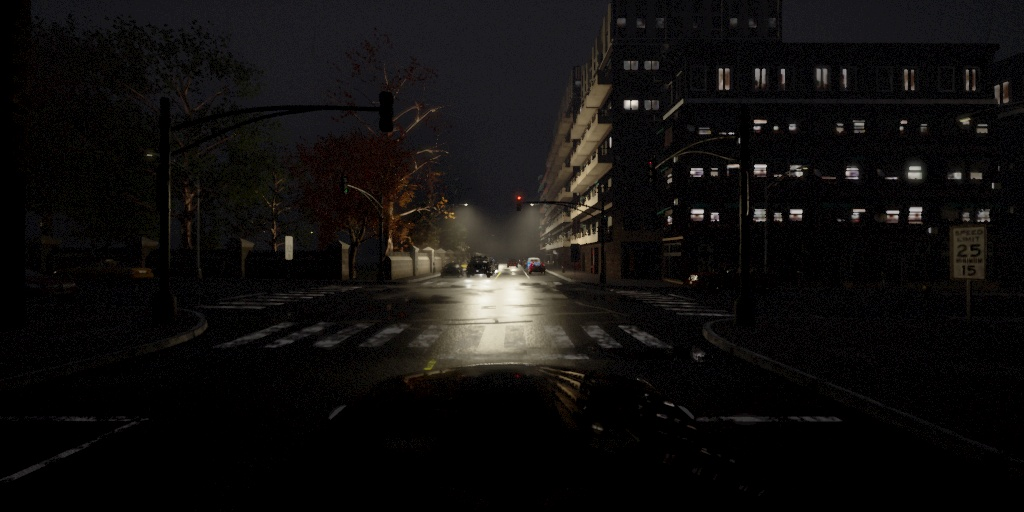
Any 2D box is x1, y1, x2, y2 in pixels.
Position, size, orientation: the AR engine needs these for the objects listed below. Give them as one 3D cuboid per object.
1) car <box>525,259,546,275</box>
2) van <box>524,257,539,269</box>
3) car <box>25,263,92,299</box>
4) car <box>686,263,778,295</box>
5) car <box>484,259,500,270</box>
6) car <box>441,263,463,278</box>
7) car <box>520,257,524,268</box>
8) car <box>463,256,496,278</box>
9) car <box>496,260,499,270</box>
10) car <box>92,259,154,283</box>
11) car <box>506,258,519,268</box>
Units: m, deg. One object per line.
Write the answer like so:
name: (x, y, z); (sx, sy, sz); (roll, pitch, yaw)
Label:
car: (2.749, 1.314, 39.993); (1.888, 1.381, 4.507); (0, 0, 0)
van: (2.758, 1.116, 45.623); (1.690, 1.789, 3.998); (0, 0, 0)
car: (-18.945, 1.007, 13.365); (4.207, 1.307, 1.802); (0, 0, 0)
car: (13.480, 1.353, 22.005); (5.009, 1.841, 2.192); (0, 0, 0)
car: (-3.008, 1.279, 55.013); (2.128, 1.511, 4.902); (0, 0, 0)
car: (-5.640, 1.330, 34.376); (1.948, 1.339, 4.313); (0, 0, 0)
car: (2.775, 1.230, 56.884); (1.967, 1.591, 4.097); (0, 0, 0)
car: (-3.036, 0.986, 34.662); (2.150, 2.045, 5.566); (0, 0, 1)
car: (-3.032, 1.322, 44.914); (2.033, 1.411, 5.357); (0, 0, 0)
car: (-24.713, 0.883, 21.700); (4.829, 1.417, 1.751); (0, 0, 0)
car: (0.093, 1.304, 62.667); (1.837, 1.490, 4.892); (0, 0, 0)
